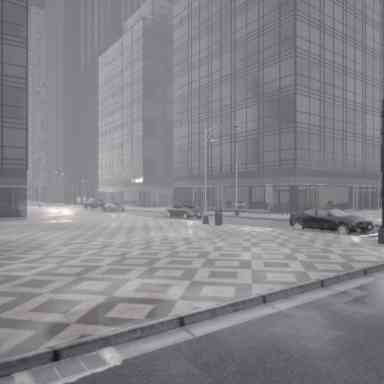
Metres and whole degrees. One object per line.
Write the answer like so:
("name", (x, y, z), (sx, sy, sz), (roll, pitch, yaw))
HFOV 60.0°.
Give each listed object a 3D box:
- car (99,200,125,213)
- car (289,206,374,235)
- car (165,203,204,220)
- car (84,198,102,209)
("car", (-10.966, 2.184, 46.418), (1.812, 1.442, 4.674), (0, -1, -35))
("car", (8.086, 1.631, 19.734), (1.882, 1.535, 5.008), (0, -1, -32))
("car", (-0.789, 1.896, 32.303), (1.837, 1.490, 4.892), (0, -1, -36))
("car", (-18.271, 2.148, 61.882), (2.150, 2.045, 5.566), (0, -1, -37))
